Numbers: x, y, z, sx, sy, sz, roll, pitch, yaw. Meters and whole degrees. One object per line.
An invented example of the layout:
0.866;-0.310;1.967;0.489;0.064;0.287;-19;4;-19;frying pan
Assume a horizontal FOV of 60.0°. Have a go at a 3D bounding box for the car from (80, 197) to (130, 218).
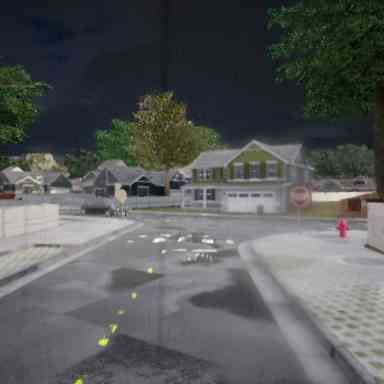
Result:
-7.578;1.269;28.987;4.553;1.767;2.097;0;0;33;car
